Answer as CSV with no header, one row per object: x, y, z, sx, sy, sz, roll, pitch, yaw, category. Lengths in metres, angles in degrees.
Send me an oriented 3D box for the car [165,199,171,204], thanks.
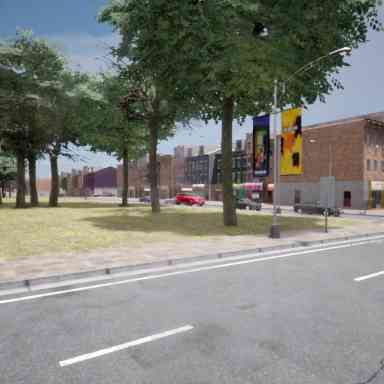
-2.907,1.488,58.461,1.895,1.301,4.718,1,0,-35,car

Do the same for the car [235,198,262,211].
6.363,1.496,40.456,1.837,1.490,4.892,1,0,-35,car

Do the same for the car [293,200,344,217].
12.193,1.588,32.268,1.837,1.490,4.892,1,0,-35,car

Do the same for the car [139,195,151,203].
-8.779,1.400,66.612,2.033,1.411,5.357,1,0,-35,car

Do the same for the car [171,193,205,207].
-0.351,1.130,49.903,2.150,2.045,5.566,1,0,-35,car
